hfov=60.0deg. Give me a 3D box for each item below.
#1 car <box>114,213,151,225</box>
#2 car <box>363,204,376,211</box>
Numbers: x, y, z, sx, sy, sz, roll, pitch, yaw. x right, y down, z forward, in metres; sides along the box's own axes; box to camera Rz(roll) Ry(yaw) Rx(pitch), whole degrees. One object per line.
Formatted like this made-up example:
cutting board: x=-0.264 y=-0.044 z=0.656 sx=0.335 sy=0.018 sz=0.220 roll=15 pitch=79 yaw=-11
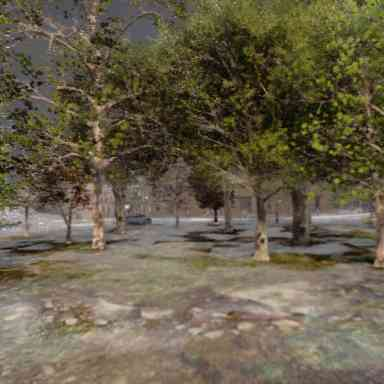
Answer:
car: x=-6.773 y=3.107 z=37.766 sx=4.181 sy=1.385 sz=1.994 roll=0 pitch=-2 yaw=-25
car: x=33.851 y=2.617 z=60.689 sx=2.185 sy=1.767 sz=4.553 roll=0 pitch=-2 yaw=-44
